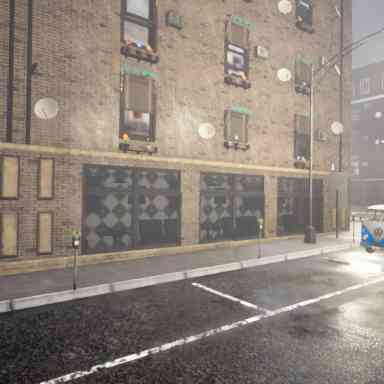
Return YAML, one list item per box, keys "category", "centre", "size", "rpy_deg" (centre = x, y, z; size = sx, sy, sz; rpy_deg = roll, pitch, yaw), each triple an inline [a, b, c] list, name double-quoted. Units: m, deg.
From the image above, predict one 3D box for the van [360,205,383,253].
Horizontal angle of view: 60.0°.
- category: "van"
  centre: [7.800, 1.345, 12.215]
  size: [3.998, 1.788, 1.690]
  rpy_deg: [0, 1, -35]
